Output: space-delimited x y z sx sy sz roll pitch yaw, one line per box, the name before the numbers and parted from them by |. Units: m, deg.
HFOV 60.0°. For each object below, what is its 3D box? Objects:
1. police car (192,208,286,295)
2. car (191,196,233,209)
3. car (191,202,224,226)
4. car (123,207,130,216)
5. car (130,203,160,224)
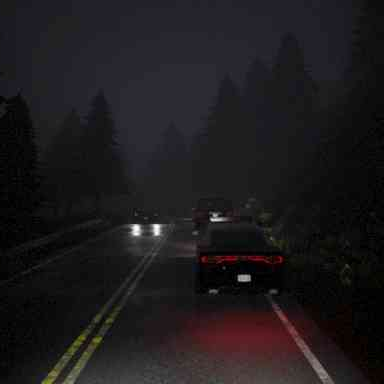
police car | 1.037 1.442 8.926 1.930 1.638 5.238 0 0 1
car | 1.191 1.263 18.887 2.150 2.045 5.566 0 0 1
car | 1.066 1.579 25.142 1.837 1.490 4.892 1 0 -5
car | -8.066 2.717 45.552 1.994 1.385 4.181 4 -8 -40
car | -3.513 1.560 25.616 1.812 1.442 4.674 1 0 -7
